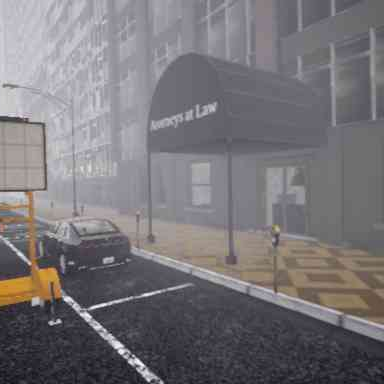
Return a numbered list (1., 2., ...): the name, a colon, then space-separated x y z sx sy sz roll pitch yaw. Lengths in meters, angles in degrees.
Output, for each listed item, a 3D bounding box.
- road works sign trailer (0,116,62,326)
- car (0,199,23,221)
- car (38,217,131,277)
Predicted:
1. road works sign trailer: -3.909 0.412 5.973 2.380 3.560 2.880 -2 2 -36
2. car: -13.276 1.342 23.641 1.947 1.339 4.313 -3 2 -36
3. car: -3.289 1.401 9.767 2.008 1.369 4.403 -3 2 -36
